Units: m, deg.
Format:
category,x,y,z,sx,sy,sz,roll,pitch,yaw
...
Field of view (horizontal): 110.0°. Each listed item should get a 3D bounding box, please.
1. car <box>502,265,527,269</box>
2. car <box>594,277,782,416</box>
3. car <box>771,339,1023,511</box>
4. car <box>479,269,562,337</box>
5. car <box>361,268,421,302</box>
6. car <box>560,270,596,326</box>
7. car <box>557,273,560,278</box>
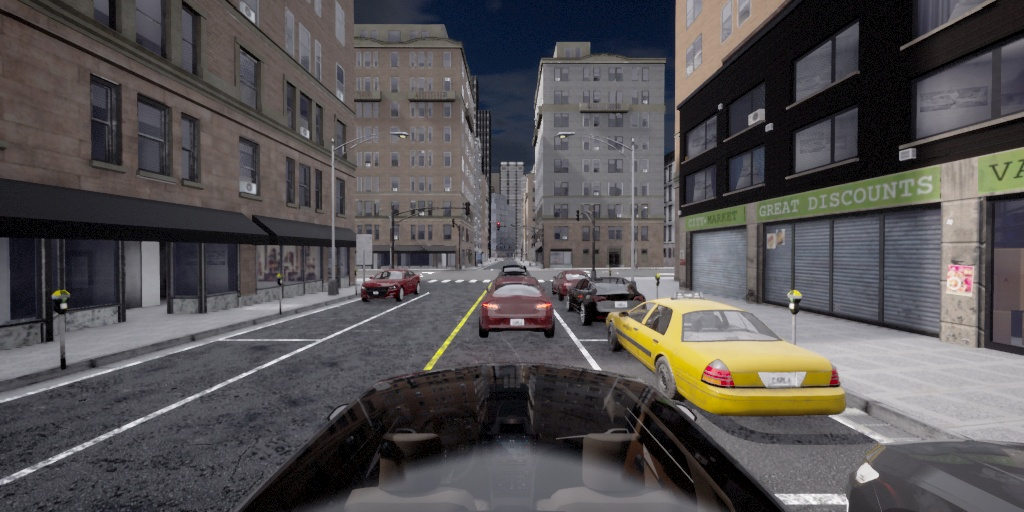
category,x,y,z,sx,sy,sz,roll,pitch,yaw
car,0.127,1.248,20.382,1.837,1.490,4.892,0,0,0
car,2.881,1.274,6.121,1.751,1.417,4.829,0,0,0
car,2.871,1.301,0.365,2.007,1.370,4.403,0,0,0
car,0.106,1.273,10.103,1.812,1.442,4.674,0,0,0
car,-5.647,1.289,17.134,1.888,1.381,4.507,0,0,0
car,2.889,1.312,11.537,1.948,1.339,4.313,0,0,0
car,2.898,1.326,17.123,1.802,1.307,4.207,0,0,0
